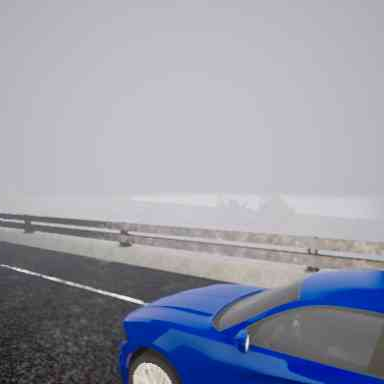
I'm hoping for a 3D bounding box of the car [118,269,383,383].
[{"bbox_3d":[1.487,1.478,2.942,5.008,1.535,1.882,0,0,36],"label":"car"}]
